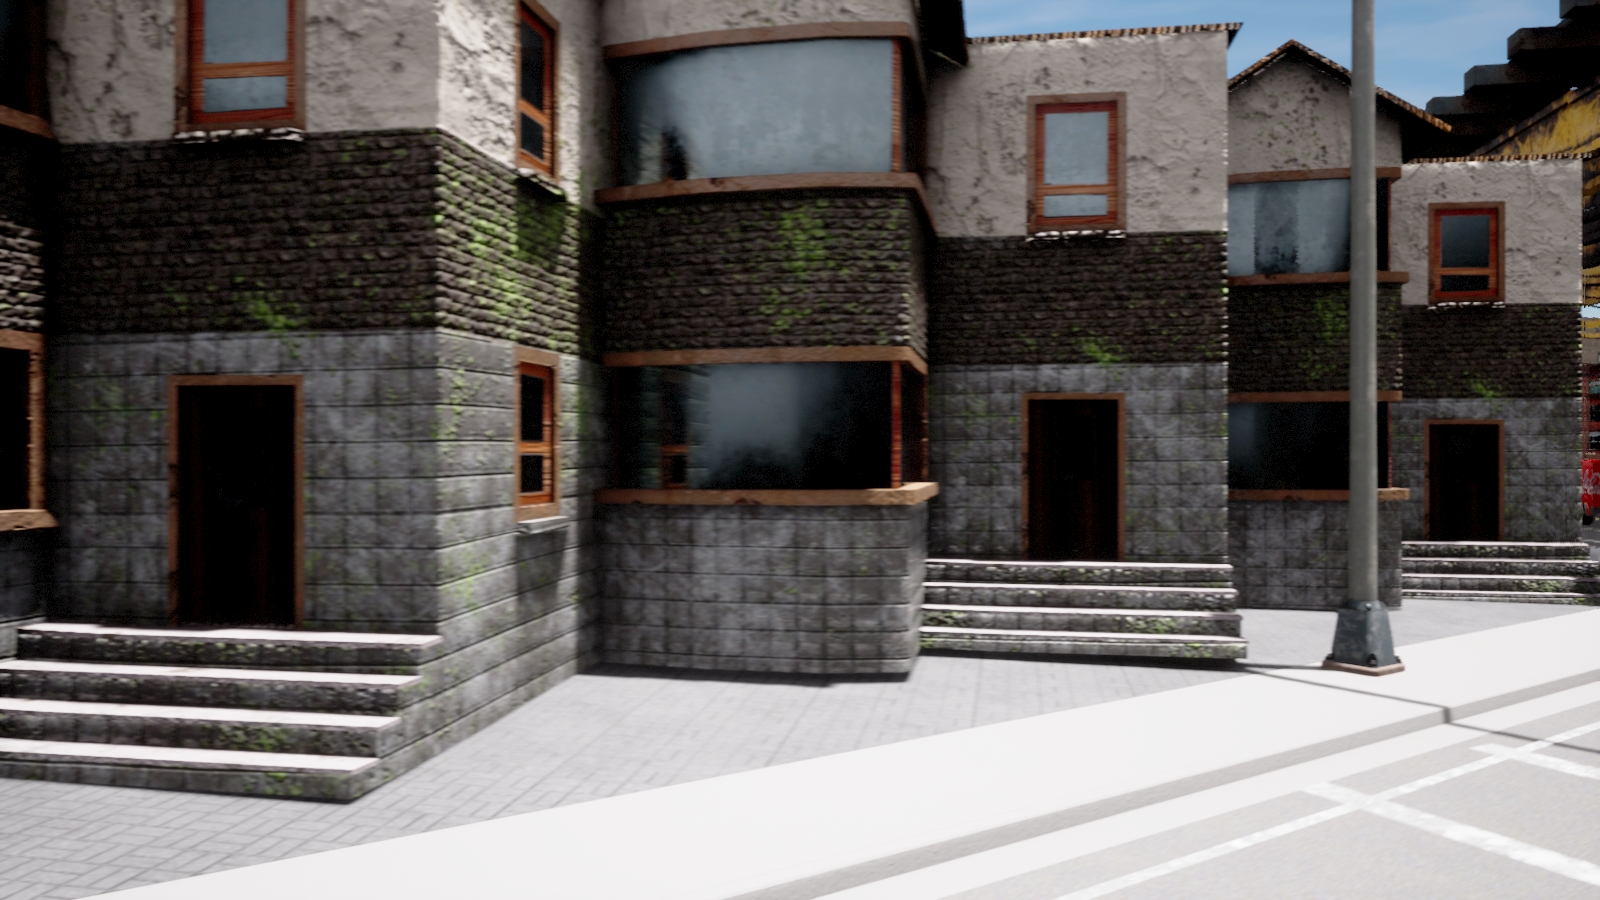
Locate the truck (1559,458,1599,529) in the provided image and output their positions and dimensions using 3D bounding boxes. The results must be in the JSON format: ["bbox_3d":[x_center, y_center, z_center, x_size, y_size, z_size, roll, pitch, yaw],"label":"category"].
[{"bbox_3d":[29.683,1.563,40.661,2.627,2.467,5.204,0,0,10],"label":"truck"}]

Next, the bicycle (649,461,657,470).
[{"bbox_3d":[-16.421,1.717,127.741,0.373,1.024,1.643,0,-1,10],"label":"bicycle"}]
